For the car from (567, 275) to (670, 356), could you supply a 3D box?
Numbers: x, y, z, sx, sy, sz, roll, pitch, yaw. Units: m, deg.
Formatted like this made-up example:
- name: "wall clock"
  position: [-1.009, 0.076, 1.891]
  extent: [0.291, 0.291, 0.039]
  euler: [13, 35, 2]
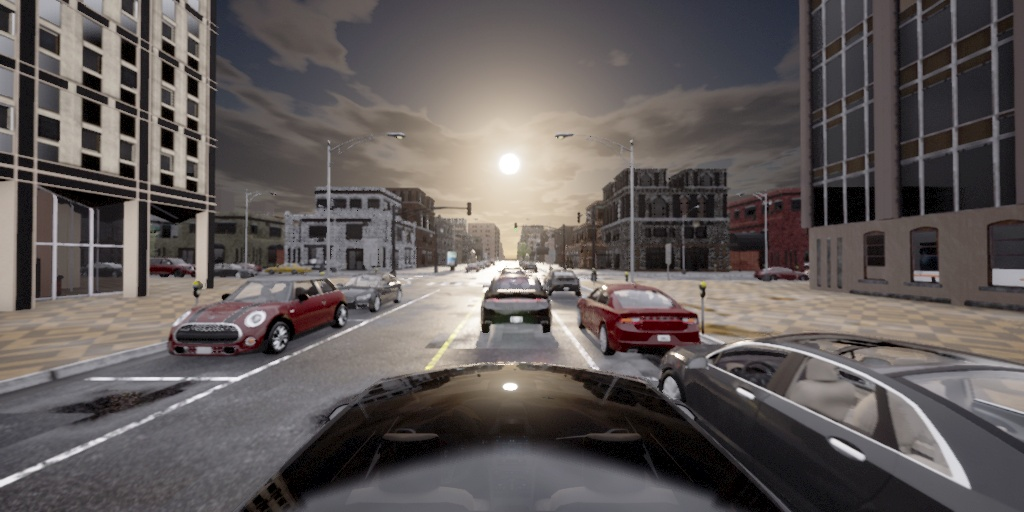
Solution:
- name: "car"
  position: [2.693, 1.333, 8.586]
  extent: [1.888, 1.381, 4.507]
  euler: [0, 0, 0]

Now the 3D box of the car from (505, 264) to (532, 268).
- name: "car"
  position: [-0.014, 1.436, 23.789]
  extent: [1.994, 1.385, 4.181]
  euler: [0, 0, -2]

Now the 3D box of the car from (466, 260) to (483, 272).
- name: "car"
  position: [-5.668, 1.615, 52.377]
  extent: [1.802, 1.307, 4.207]
  euler: [0, 0, 0]

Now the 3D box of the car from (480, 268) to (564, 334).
- name: "car"
  position: [0.105, 1.292, 10.855]
  extent: [2.128, 1.511, 4.902]
  euler: [0, 0, 0]

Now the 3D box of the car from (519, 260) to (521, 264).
- name: "car"
  position: [2.718, 1.678, 63.402]
  extent: [1.802, 1.307, 4.207]
  euler: [0, 0, 0]

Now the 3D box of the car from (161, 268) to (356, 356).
- name: "car"
  position: [-5.687, 1.228, 8.607]
  extent: [1.967, 1.591, 4.097]
  euler: [0, 0, 0]

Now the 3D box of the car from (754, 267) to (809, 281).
- name: "car"
  position: [23.655, 1.597, 31.573]
  extent: [4.207, 1.307, 1.802]
  euler: [0, 0, 1]

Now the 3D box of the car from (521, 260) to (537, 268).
- name: "car"
  position: [2.713, 1.599, 52.360]
  extent: [1.948, 1.339, 4.313]
  euler: [0, 0, 0]

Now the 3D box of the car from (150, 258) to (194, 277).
- name: "car"
  position: [-30.938, 1.085, 32.474]
  extent: [5.009, 1.841, 2.192]
  euler: [0, 0, 1]

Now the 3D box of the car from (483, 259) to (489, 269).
- name: "car"
  position: [-5.663, 1.646, 63.420]
  extent: [2.007, 1.370, 4.403]
  euler: [0, 0, 0]

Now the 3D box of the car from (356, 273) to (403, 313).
- name: "car"
  position: [-5.685, 1.370, 14.299]
  extent: [2.007, 1.370, 4.403]
  euler: [0, 0, 0]

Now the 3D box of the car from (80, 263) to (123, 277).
- name: "car"
  position: [-36.475, 1.298, 32.562]
  extent: [4.403, 1.370, 2.007]
  euler: [0, 0, 1]

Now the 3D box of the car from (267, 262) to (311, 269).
- name: "car"
  position: [-25.437, 1.410, 40.768]
  extent: [4.829, 1.417, 1.751]
  euler: [0, 0, 1]

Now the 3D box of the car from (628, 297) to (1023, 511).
- name: "car"
  position: [2.691, 1.307, 2.895]
  extent: [2.007, 1.370, 4.403]
  euler: [0, 0, 0]

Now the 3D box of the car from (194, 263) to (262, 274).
- name: "car"
  position: [-25.402, 1.344, 32.387]
  extent: [4.403, 1.370, 2.007]
  euler: [0, 0, 1]

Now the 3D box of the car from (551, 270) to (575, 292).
- name: "car"
  position: [2.698, 1.402, 19.970]
  extent: [2.007, 1.370, 4.403]
  euler: [0, 0, 0]
